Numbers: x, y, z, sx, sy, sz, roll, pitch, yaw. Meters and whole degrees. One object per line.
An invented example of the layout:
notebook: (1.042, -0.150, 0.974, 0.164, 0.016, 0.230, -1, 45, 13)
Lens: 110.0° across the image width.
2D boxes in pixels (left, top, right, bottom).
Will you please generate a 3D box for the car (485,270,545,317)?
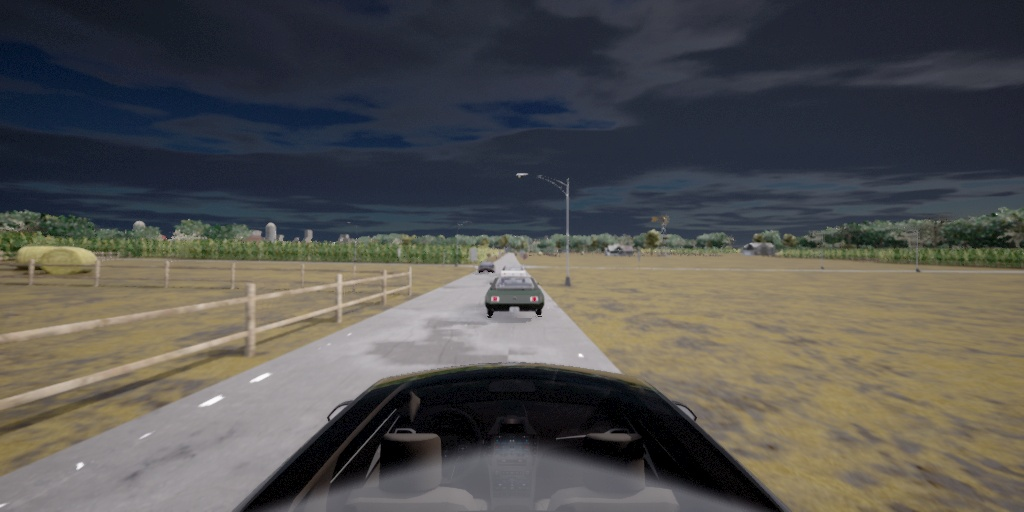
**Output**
car: (0.086, 1.369, 13.327, 1.895, 1.301, 4.718, 0, 0, 0)

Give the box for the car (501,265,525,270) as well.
car: (0.081, 1.379, 28.639, 1.895, 1.301, 4.718, 0, 0, 0)

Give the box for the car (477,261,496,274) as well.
car: (-2.851, 1.299, 41.368, 2.033, 1.411, 5.357, 0, 0, 0)
